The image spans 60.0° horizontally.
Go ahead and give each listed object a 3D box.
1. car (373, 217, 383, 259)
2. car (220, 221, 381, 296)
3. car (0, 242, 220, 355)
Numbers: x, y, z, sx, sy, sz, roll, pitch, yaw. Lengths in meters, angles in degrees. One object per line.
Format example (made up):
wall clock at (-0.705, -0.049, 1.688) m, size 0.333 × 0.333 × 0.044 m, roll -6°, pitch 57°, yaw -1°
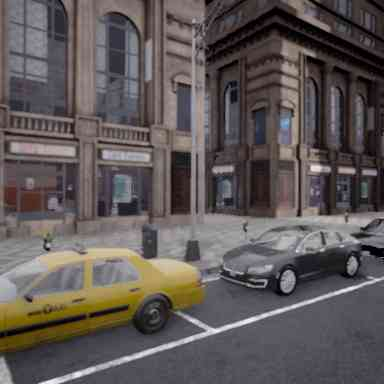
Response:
car at (7.231, 1.567, 11.810) m, size 4.313 × 1.339 × 1.947 m, roll 0°, pitch 0°, yaw -36°
car at (2.672, 1.552, 8.554) m, size 4.403 × 1.369 × 2.008 m, roll 0°, pitch 0°, yaw -36°
car at (-2.025, 1.526, 5.201) m, size 4.829 × 1.417 × 1.752 m, roll 0°, pitch 0°, yaw -36°
